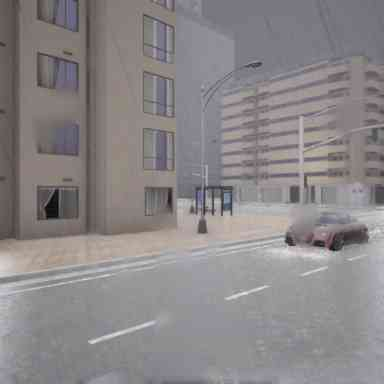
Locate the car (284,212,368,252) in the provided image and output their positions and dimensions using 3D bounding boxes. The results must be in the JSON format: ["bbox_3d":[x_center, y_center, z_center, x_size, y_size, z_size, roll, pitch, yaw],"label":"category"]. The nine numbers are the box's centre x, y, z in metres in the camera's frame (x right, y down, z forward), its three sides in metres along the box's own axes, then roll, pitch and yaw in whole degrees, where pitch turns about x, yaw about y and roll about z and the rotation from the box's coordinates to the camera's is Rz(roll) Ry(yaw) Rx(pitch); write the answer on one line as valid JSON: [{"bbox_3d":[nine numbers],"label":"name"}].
[{"bbox_3d":[5.708,1.564,13.954,4.181,1.385,1.994,0,0,-42],"label":"car"}]
